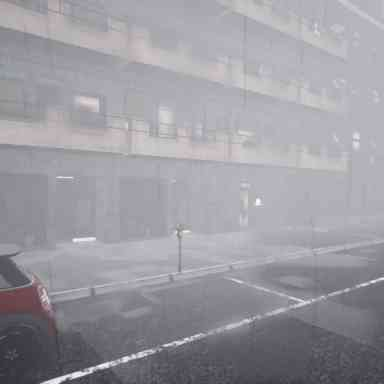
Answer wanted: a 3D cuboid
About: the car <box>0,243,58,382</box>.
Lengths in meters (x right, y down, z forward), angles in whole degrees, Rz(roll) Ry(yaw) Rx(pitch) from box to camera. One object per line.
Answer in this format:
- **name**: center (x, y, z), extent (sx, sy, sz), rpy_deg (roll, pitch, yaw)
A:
- **car**: center (-3.850, 1.440, 3.805), extent (4.097, 1.590, 1.967), rpy_deg (0, 0, -35)
